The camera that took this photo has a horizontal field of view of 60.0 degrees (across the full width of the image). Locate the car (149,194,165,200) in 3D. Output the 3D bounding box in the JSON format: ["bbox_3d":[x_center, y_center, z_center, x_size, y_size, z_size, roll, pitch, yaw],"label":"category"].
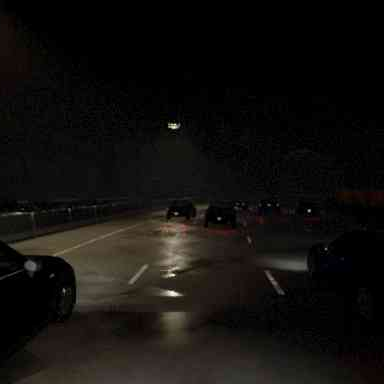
[{"bbox_3d":[-7.734,1.244,73.937,2.128,1.511,4.902,0,0,25],"label":"car"}]

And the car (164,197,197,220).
[{"bbox_3d":[-0.783,1.428,27.003,1.812,1.442,4.674,0,0,10],"label":"car"}]

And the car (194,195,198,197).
[{"bbox_3d":[1.571,1.275,76.959,1.994,1.385,4.181,0,0,26],"label":"car"}]

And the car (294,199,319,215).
[{"bbox_3d":[11.017,1.410,32.061,1.837,1.490,4.892,0,0,13],"label":"car"}]

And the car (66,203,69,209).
[{"bbox_3d":[-12.744,1.403,38.818,1.994,1.385,4.181,0,0,14],"label":"car"}]

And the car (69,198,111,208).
[{"bbox_3d":[-10.155,1.350,34.460,2.128,1.511,4.902,0,0,13],"label":"car"}]

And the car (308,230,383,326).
[{"bbox_3d":[3.878,1.508,6.842,1.812,1.442,4.674,0,0,3],"label":"car"}]

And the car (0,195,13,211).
[{"bbox_3d":[-20.722,1.190,35.210,2.097,1.767,4.553,0,0,13],"label":"car"}]

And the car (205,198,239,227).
[{"bbox_3d":[1.976,1.402,22.233,1.882,1.535,5.008,0,1,8],"label":"car"}]

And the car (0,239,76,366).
[{"bbox_3d":[-3.213,1.331,4.272,2.097,1.767,4.553,0,0,2],"label":"car"}]

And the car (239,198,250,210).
[{"bbox_3d":[5.815,1.416,39.994,2.033,1.411,5.357,0,0,16],"label":"car"}]

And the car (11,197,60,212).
[{"bbox_3d":[-16.836,1.387,36.786,2.033,1.411,5.357,0,0,13],"label":"car"}]

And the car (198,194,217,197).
[{"bbox_3d":[3.892,1.162,73.820,1.882,1.535,5.008,0,0,26],"label":"car"}]

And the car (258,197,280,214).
[{"bbox_3d":[7.812,1.246,33.649,2.097,1.767,4.553,0,0,13],"label":"car"}]

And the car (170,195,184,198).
[{"bbox_3d":[-3.296,1.266,75.109,1.994,1.385,4.181,0,0,25],"label":"car"}]
